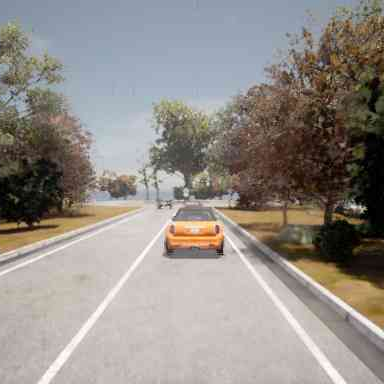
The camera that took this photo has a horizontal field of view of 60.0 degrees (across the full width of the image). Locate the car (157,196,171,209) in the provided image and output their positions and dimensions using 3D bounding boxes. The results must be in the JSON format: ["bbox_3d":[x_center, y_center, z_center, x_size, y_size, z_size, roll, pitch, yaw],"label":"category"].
[{"bbox_3d":[-3.520,1.338,43.840,2.128,1.511,4.902,0,0,0],"label":"car"}]

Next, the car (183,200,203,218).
[{"bbox_3d":[0.086,1.531,31.297,1.812,1.442,4.674,0,0,0],"label":"car"}]

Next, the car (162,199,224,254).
[{"bbox_3d":[0.095,1.354,13.615,2.097,1.767,4.553,0,0,0],"label":"car"}]
